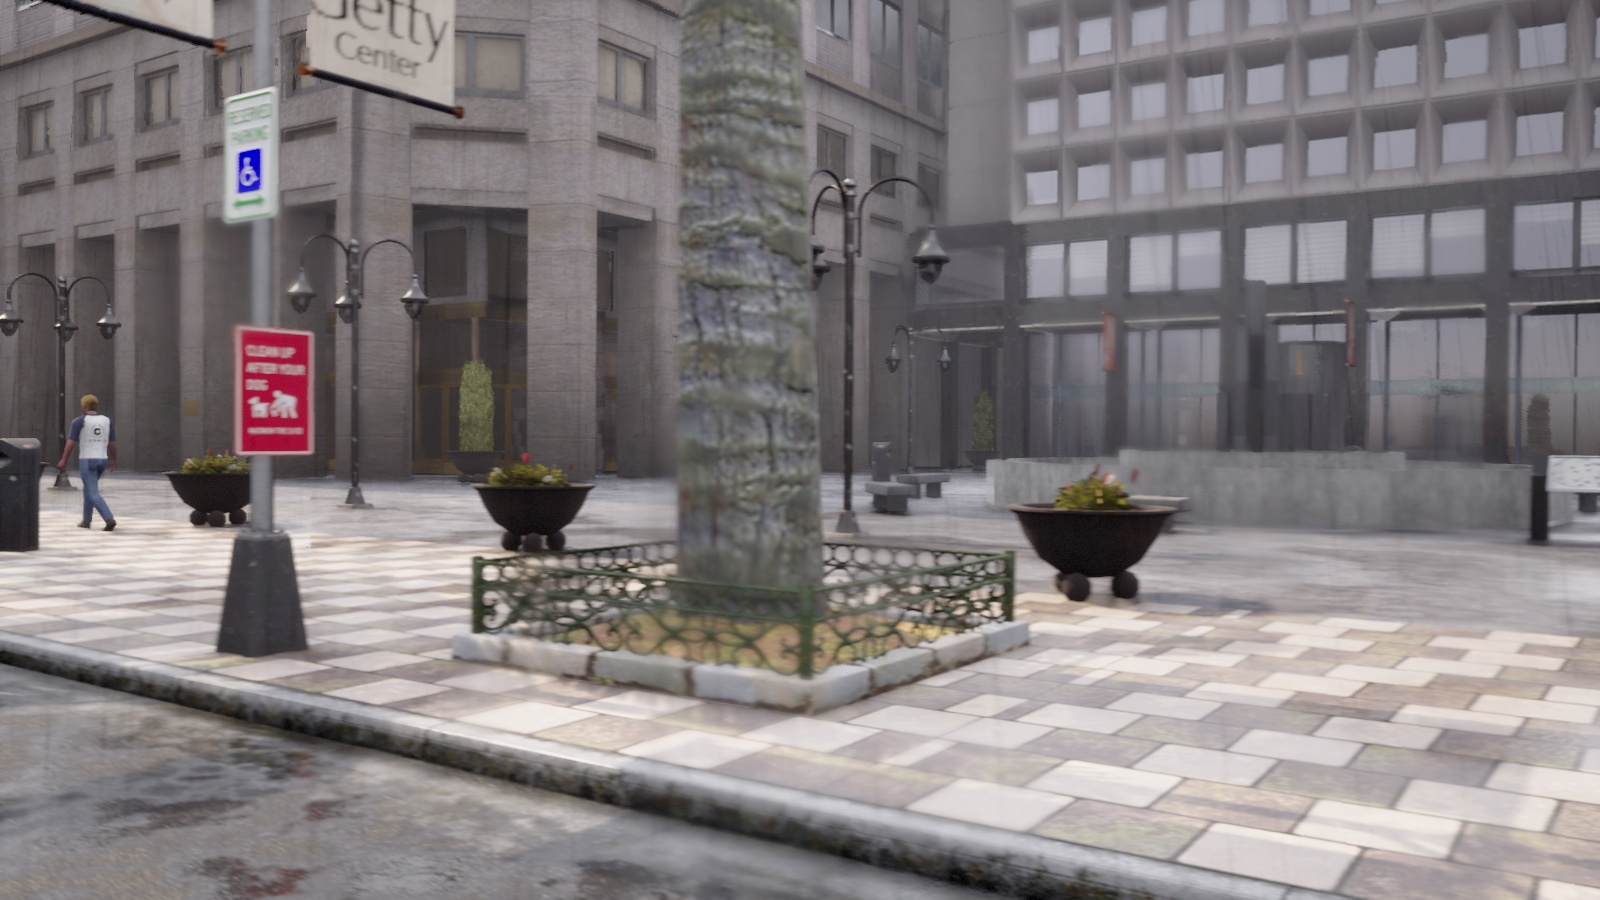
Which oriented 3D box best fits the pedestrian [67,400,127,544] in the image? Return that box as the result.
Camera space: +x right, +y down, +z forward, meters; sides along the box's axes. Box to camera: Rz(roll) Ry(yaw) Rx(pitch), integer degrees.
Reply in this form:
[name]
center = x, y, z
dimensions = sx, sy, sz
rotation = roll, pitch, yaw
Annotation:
[pedestrian]
center = -9.148, 0.278, 16.339
dimensions = 0.706, 1.836, 0.354
rotation = 0, 1, 32
